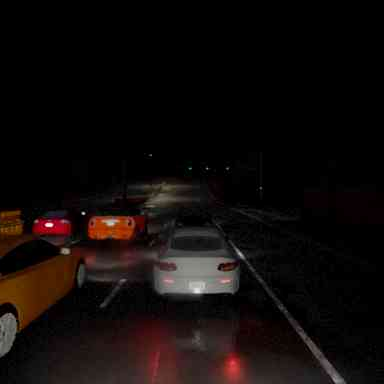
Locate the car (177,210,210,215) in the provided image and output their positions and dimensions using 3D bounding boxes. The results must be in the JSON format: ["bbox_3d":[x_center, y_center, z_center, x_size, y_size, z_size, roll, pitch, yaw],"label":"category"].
[{"bbox_3d":[0.094,1.601,18.171,1.895,1.301,4.718,0,0,0],"label":"car"}]

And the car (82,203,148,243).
[{"bbox_3d":[-3.406,1.351,16.070,2.097,1.767,4.553,0,0,0],"label":"car"}]

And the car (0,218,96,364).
[{"bbox_3d":[-3.403,1.478,5.825,1.882,1.535,5.008,0,0,0],"label":"car"}]

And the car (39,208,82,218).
[{"bbox_3d":[-6.905,1.564,18.099,1.994,1.385,4.181,0,0,0],"label":"car"}]

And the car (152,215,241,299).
[{"bbox_3d":[0.094,1.526,8.318,1.812,1.442,4.674,0,0,0],"label":"car"}]
